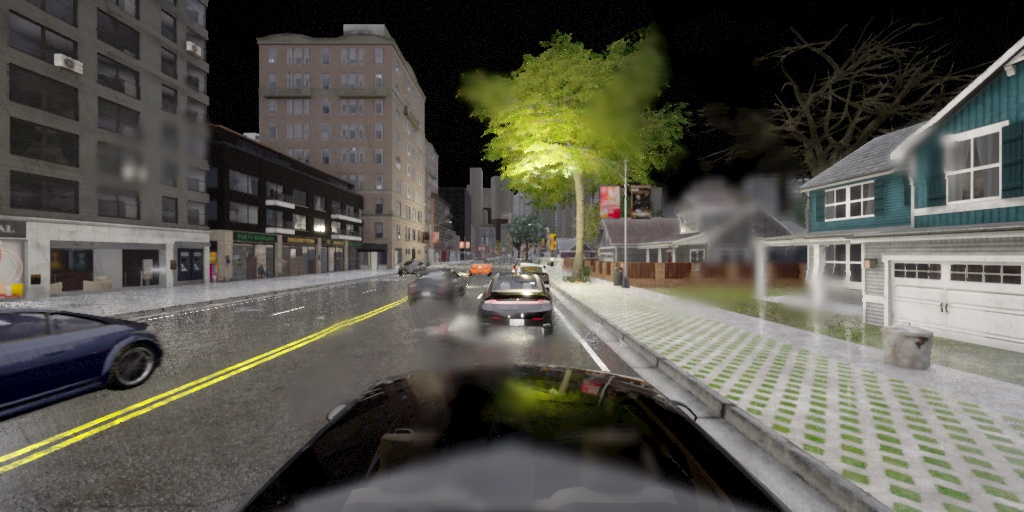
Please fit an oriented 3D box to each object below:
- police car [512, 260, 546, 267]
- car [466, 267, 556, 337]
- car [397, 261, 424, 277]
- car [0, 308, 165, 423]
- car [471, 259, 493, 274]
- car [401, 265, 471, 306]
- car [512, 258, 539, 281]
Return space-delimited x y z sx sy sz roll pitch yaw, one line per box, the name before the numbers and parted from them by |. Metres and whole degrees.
police car | 1.027 1.163 20.528 1.930 1.638 5.238 0 0 0
car | 0.122 1.238 10.278 2.128 1.511 4.902 0 0 0
car | -9.757 1.227 35.325 1.837 1.490 4.892 0 0 0
car | -6.594 1.313 3.996 1.994 1.385 4.181 0 0 0
car | -3.054 1.074 36.437 2.097 1.767 4.553 0 0 0
car | -3.112 1.268 15.589 1.812 1.442 4.674 0 0 0
car | 1.054 1.078 30.388 2.097 1.767 4.553 0 0 0
